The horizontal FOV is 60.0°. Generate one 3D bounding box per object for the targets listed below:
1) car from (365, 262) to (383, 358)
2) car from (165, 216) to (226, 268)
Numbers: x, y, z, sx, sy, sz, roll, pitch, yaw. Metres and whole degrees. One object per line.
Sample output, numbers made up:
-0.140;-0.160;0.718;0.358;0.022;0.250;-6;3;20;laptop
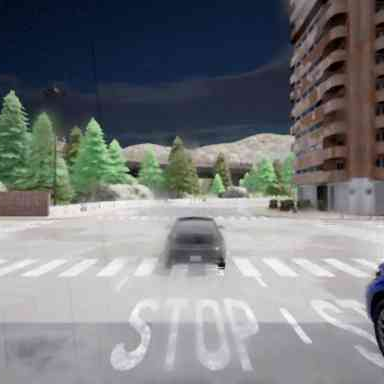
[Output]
3.588;1.232;2.492;2.150;2.045;5.566;0;0;0;car
0.105;1.597;11.615;1.837;1.490;4.892;0;0;0;car
